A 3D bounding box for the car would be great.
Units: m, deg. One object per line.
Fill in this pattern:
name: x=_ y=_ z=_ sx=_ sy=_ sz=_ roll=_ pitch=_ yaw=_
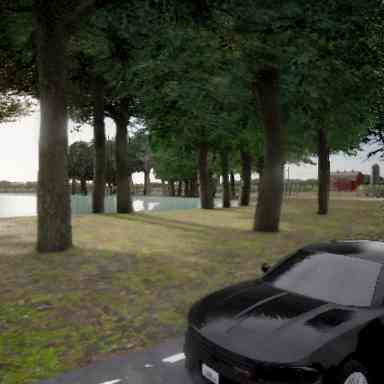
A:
car: x=2.210 y=1.460 z=4.634 sx=5.008 sy=1.535 sz=1.882 roll=0 pitch=0 yaw=-35
